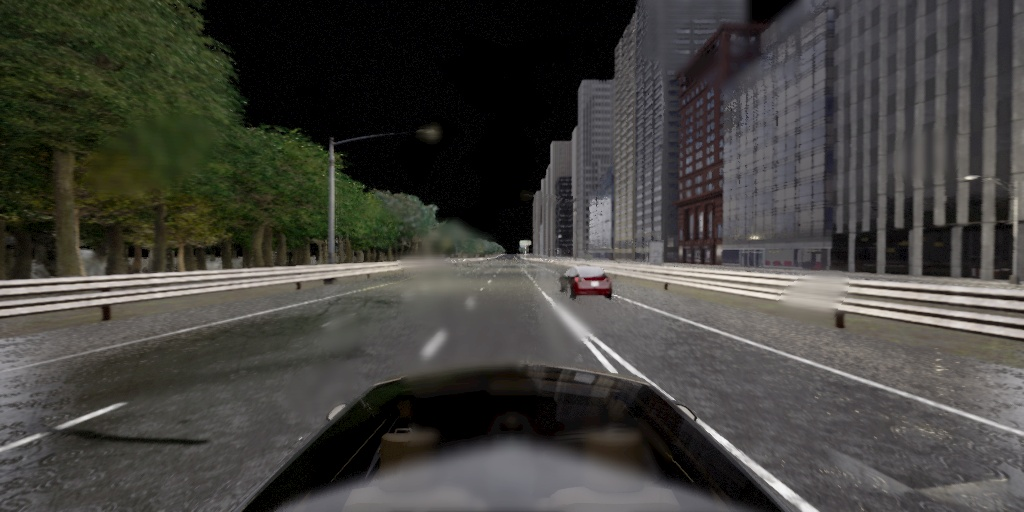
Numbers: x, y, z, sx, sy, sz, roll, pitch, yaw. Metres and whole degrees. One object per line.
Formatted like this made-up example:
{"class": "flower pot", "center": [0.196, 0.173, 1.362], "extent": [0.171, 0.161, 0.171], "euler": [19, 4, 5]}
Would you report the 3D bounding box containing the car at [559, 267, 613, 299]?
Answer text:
{"class": "car", "center": [3.606, 1.262, 18.074], "extent": [2.163, 1.488, 4.792], "euler": [0, 0, -1]}
